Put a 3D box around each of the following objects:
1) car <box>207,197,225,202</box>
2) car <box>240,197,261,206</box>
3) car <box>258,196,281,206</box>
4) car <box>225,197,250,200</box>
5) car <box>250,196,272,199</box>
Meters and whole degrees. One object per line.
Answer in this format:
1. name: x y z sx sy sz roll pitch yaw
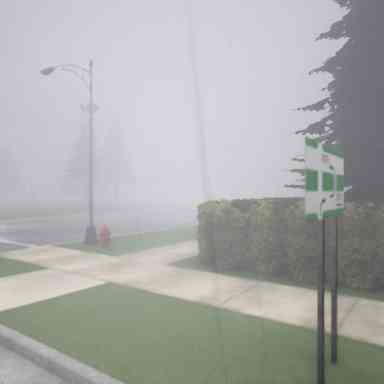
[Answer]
1. car: 4.089 1.466 49.031 1.882 1.535 5.008 0 0 37
2. car: 10.188 1.552 57.534 1.994 1.385 4.181 0 0 36
3. car: 13.023 1.467 55.482 1.882 1.535 5.008 0 0 36
4. car: 7.200 1.467 47.357 1.882 1.535 5.008 0 0 36
5. car: 10.061 1.517 45.338 1.812 1.442 4.674 0 0 36
